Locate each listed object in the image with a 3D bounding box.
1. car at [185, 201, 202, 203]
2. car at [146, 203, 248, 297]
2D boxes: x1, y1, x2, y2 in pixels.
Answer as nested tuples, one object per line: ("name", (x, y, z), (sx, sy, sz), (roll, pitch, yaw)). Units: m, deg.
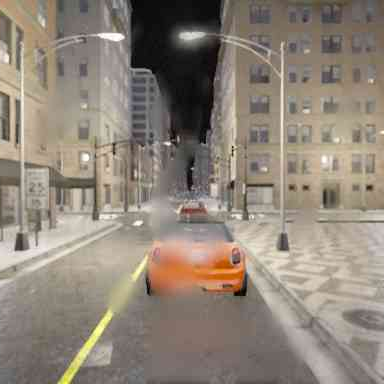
("car", (0.088, 1.422, 24.268), (1.882, 1.535, 5.008), (0, 0, 0))
("car", (0.093, 1.332, 8.676), (2.097, 1.767, 4.553), (0, 0, 0))
